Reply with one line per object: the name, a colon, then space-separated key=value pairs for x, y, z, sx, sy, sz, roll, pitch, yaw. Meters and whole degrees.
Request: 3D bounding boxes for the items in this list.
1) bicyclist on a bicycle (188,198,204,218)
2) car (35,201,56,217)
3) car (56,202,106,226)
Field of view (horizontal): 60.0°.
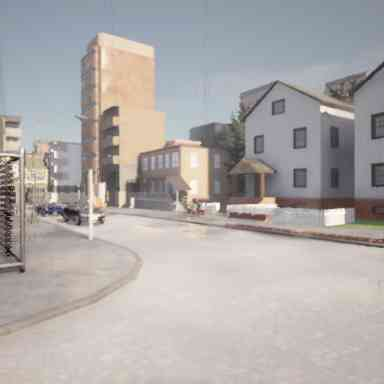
bicyclist on a bicycle: x=0.313 y=1.266 z=26.665 sx=1.656 sy=1.620 sz=0.582 roll=-1 pitch=0 yaw=-36
car: x=-13.530 y=1.564 z=31.626 sx=1.895 sy=1.301 sz=4.718 roll=0 pitch=0 yaw=-35
car: x=-7.636 y=1.454 z=23.350 sx=2.128 sy=1.511 sz=4.902 roll=0 pitch=0 yaw=-36
